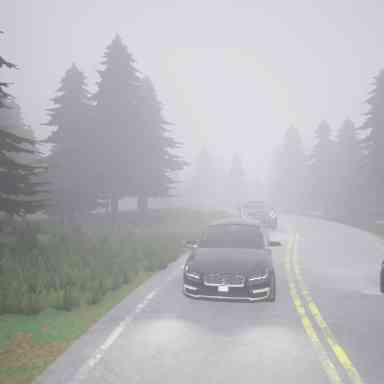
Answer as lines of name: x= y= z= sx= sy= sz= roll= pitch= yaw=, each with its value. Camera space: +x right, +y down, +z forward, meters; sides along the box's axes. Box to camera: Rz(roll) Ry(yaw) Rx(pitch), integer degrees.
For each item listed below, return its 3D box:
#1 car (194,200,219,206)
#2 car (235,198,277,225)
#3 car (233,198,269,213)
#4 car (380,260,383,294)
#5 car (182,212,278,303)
car: x=1.902 y=1.799 z=44.859 sx=1.812 sy=1.442 sz=4.674 roll=3 pitch=-5 yaw=-35
car: x=3.868 y=1.270 z=20.365 sx=2.097 sy=1.767 sz=4.553 roll=-1 pitch=0 yaw=5
car: x=6.189 y=1.410 z=35.735 sx=1.837 sy=1.490 sz=4.892 roll=2 pitch=-1 yaw=-16
car: x=4.492 y=1.308 z=4.642 sx=2.097 sy=1.767 sz=4.553 roll=-1 pitch=0 yaw=8
car: x=1.088 y=1.496 z=8.411 sx=1.837 sy=1.490 sz=4.892 roll=-1 pitch=0 yaw=12
